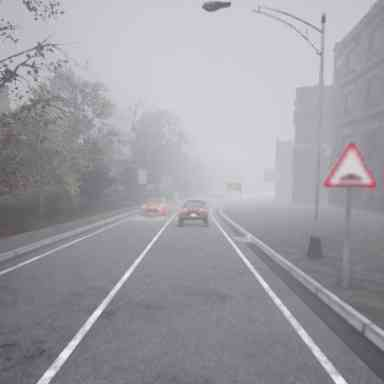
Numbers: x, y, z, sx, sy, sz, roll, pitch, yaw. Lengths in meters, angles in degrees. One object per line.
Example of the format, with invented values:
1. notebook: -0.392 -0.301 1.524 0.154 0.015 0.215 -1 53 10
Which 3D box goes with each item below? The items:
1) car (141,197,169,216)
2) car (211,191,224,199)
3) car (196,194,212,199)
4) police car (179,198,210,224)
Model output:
1. car: -3.401 1.298 31.188 2.097 1.767 4.553 0 0 2
2. car: 5.223 0.529 70.863 2.097 1.767 4.553 3 3 24
3. car: 1.124 1.375 42.786 1.882 1.535 5.008 1 1 7
4. police car: 0.116 1.426 24.336 2.038 1.542 4.974 0 -2 0
